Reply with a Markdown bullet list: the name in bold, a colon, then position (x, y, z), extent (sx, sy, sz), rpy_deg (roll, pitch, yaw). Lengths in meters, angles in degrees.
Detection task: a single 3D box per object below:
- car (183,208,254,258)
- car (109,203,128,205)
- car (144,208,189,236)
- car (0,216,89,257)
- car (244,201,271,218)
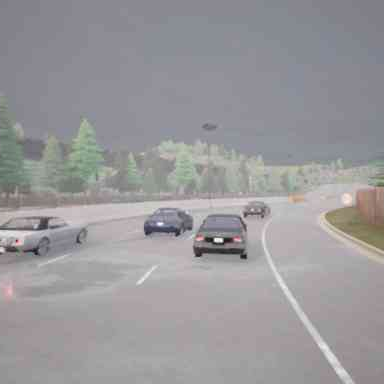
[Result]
- **car**: position (1.230, 1.554, 12.861), extent (2.033, 1.411, 5.357), rpy_deg (0, 0, 9)
- **car**: position (-8.816, 1.453, 40.908), extent (2.128, 1.511, 4.902), rpy_deg (0, 0, 24)
- **car**: position (-1.181, 1.559, 18.495), extent (1.994, 1.385, 4.181), rpy_deg (0, 0, 12)
- **car**: position (-5.797, 1.575, 12.891), extent (1.895, 1.301, 4.718), rpy_deg (0, 0, 8)
- **car**: position (6.038, 1.577, 30.717), extent (2.033, 1.411, 5.357), rpy_deg (0, 0, 21)
